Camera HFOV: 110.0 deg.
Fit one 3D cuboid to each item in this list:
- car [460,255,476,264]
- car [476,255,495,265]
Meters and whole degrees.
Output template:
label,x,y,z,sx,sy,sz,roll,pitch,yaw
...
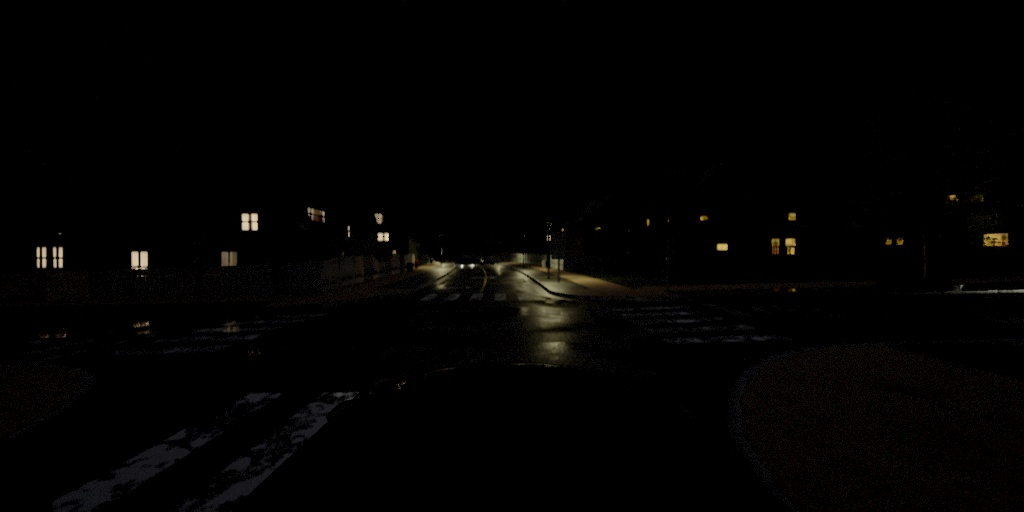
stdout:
label,x,y,z,sx,sy,sz,roll,pitch,yaw
car,-7.310,0.522,57.349,1.882,1.535,5.008,0,0,-10
car,-3.706,0.623,52.887,2.033,1.411,5.357,0,1,-10
